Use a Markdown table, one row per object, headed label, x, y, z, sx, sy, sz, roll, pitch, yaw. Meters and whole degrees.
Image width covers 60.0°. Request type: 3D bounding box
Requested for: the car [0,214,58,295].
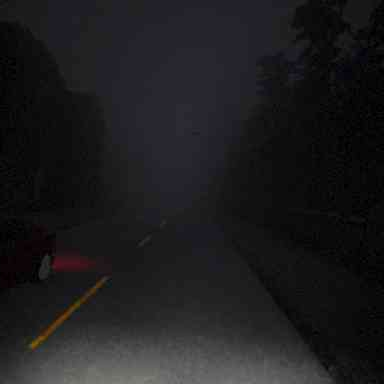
| label | x | y | z | sx | sy | sz | roll | pitch | yaw |
| --- | --- | --- | --- | --- | --- | --- | --- | --- | --- |
| car | -4.086 | 1.106 | 5.778 | 1.882 | 1.535 | 5.008 | 6 | 0 | 1 |
